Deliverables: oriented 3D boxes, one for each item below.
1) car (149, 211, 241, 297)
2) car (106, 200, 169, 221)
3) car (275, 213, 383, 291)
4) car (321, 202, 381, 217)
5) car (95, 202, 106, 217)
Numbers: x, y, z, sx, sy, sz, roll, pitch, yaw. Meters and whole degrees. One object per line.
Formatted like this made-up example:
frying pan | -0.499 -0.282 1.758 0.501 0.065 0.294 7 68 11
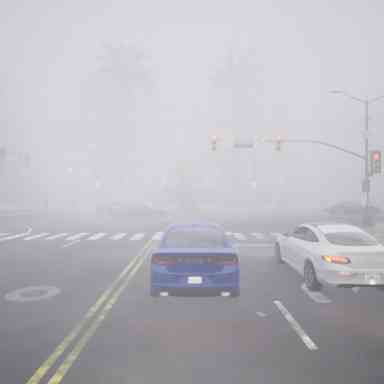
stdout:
car | 0.065 1.478 8.628 1.882 1.535 5.008 0 0 0
car | -4.158 1.525 26.910 4.674 1.442 1.812 0 0 0
car | 3.566 1.526 8.878 1.812 1.442 4.674 0 0 0
car | 14.523 1.601 30.399 4.718 1.301 1.895 0 0 0
car | -6.311 1.505 30.419 4.892 1.490 1.837 0 0 0
